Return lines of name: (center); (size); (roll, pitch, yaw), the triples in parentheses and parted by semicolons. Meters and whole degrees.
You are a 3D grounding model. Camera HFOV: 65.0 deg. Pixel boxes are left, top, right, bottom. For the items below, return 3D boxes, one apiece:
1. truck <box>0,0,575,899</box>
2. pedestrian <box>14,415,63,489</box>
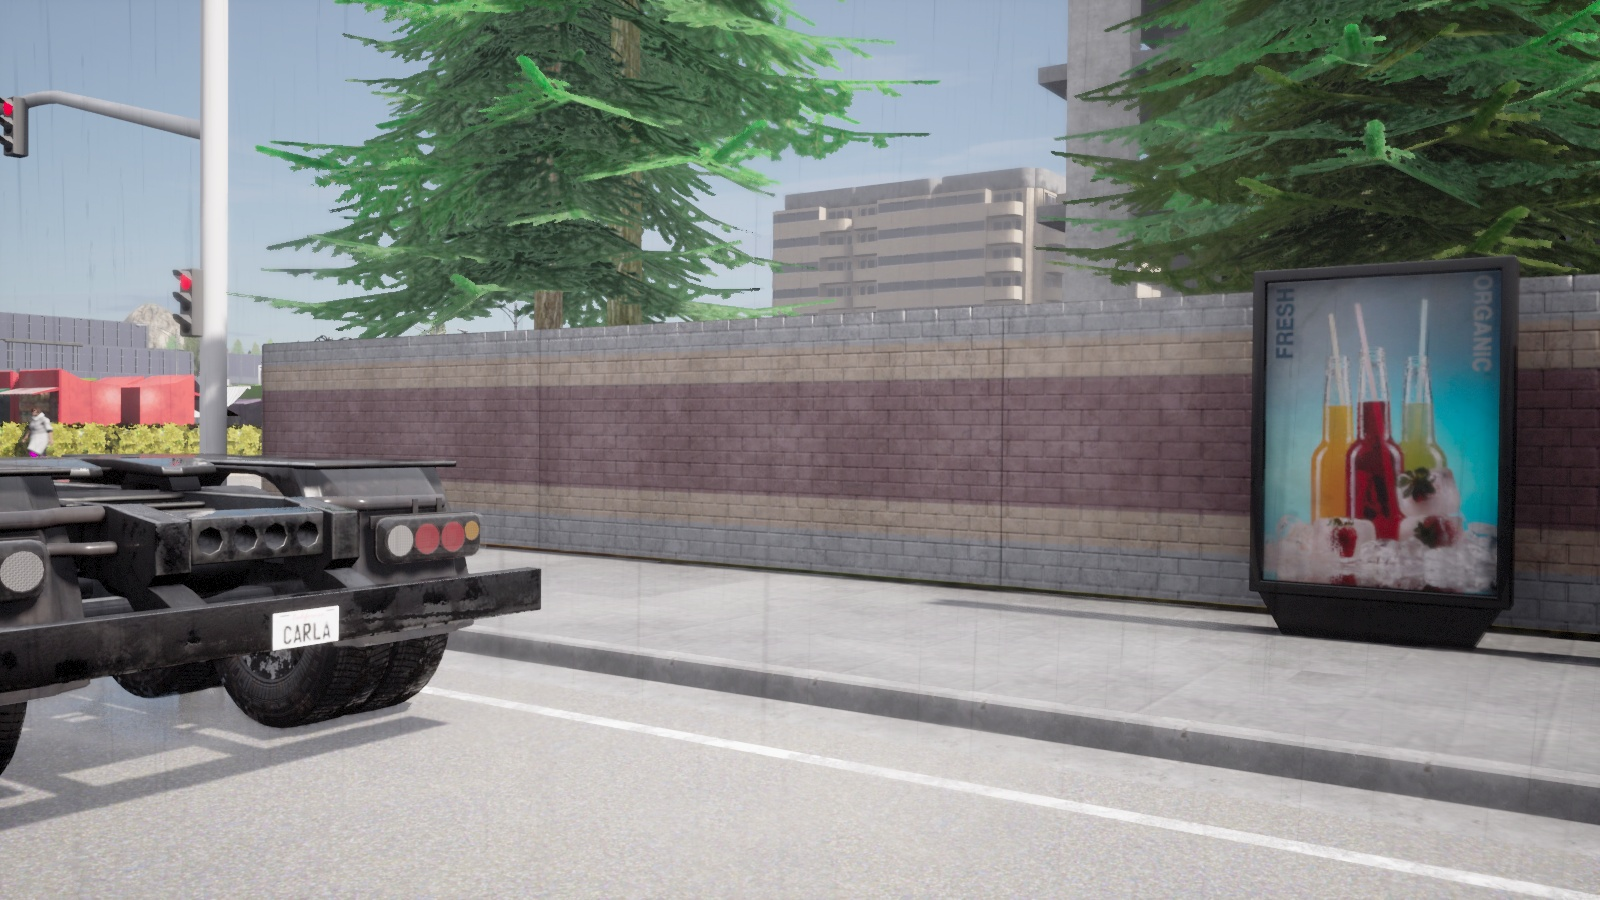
truck: (-5.216, -0.300, 7.067); (7.936, 3.462, 2.891); (0, 1, 34)
pedestrian: (-20.408, 0.055, 33.659); (0.659, 1.952, 0.873); (0, 1, 32)
